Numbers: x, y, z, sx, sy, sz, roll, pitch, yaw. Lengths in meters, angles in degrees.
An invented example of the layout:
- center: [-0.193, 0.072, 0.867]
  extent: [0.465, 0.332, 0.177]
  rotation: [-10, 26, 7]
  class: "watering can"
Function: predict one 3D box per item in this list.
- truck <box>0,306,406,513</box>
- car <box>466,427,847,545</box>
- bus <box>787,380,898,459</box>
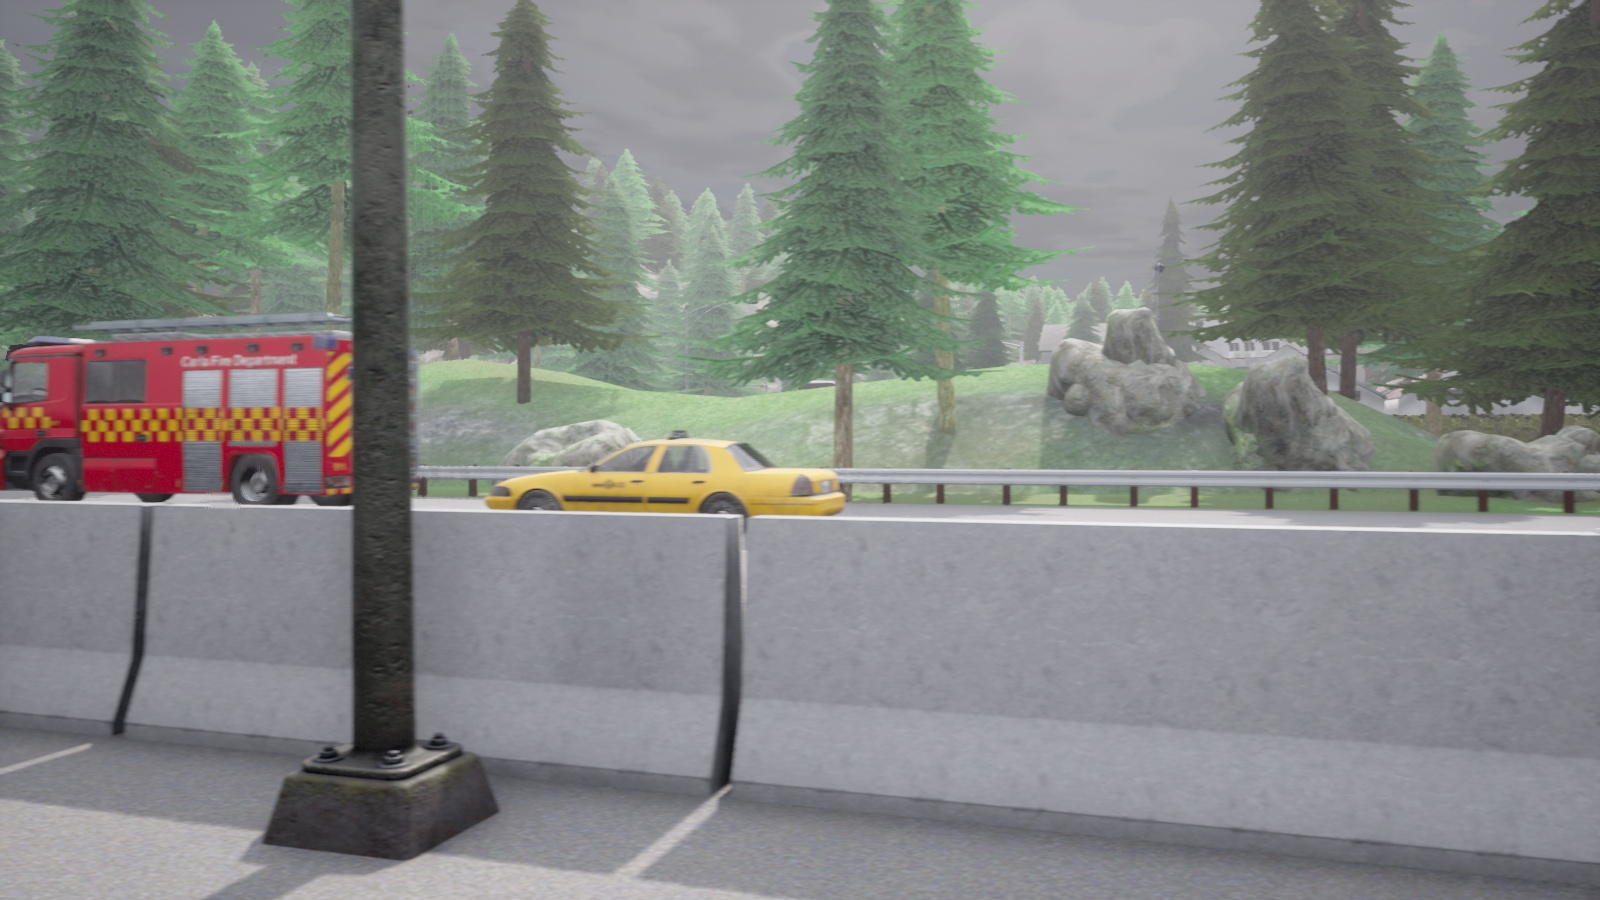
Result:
- center: [-12.611, -0.801, 25.883]
  extent: [8.468, 3.827, 2.891]
  rotation: [0, 1, 19]
  class: "truck"
- center: [-2.135, 0.459, 18.681]
  extent: [5.366, 1.575, 1.801]
  rotation: [1, 1, 19]
  class: "car"
- center: [2.692, -1.740, 73.725]
  extent: [3.944, 4.253, 10.273]
  rotation: [0, 1, 17]
  class: "bus"
